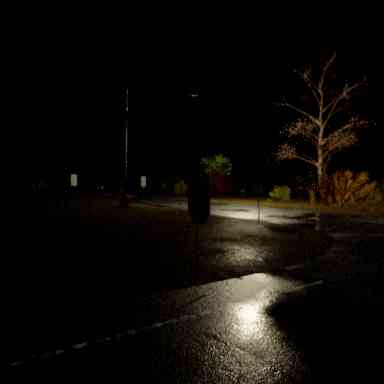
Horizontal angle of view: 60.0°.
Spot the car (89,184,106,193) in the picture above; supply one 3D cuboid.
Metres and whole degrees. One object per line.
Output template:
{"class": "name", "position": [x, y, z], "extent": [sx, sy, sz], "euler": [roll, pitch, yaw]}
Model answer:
{"class": "car", "position": [-16.957, -0.709, 60.200], "extent": [2.097, 1.767, 4.553], "euler": [0, 2, -35]}

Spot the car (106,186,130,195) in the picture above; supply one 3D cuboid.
{"class": "car", "position": [-11.420, -0.228, 52.410], "extent": [1.812, 1.442, 4.674], "euler": [0, 2, -35]}
